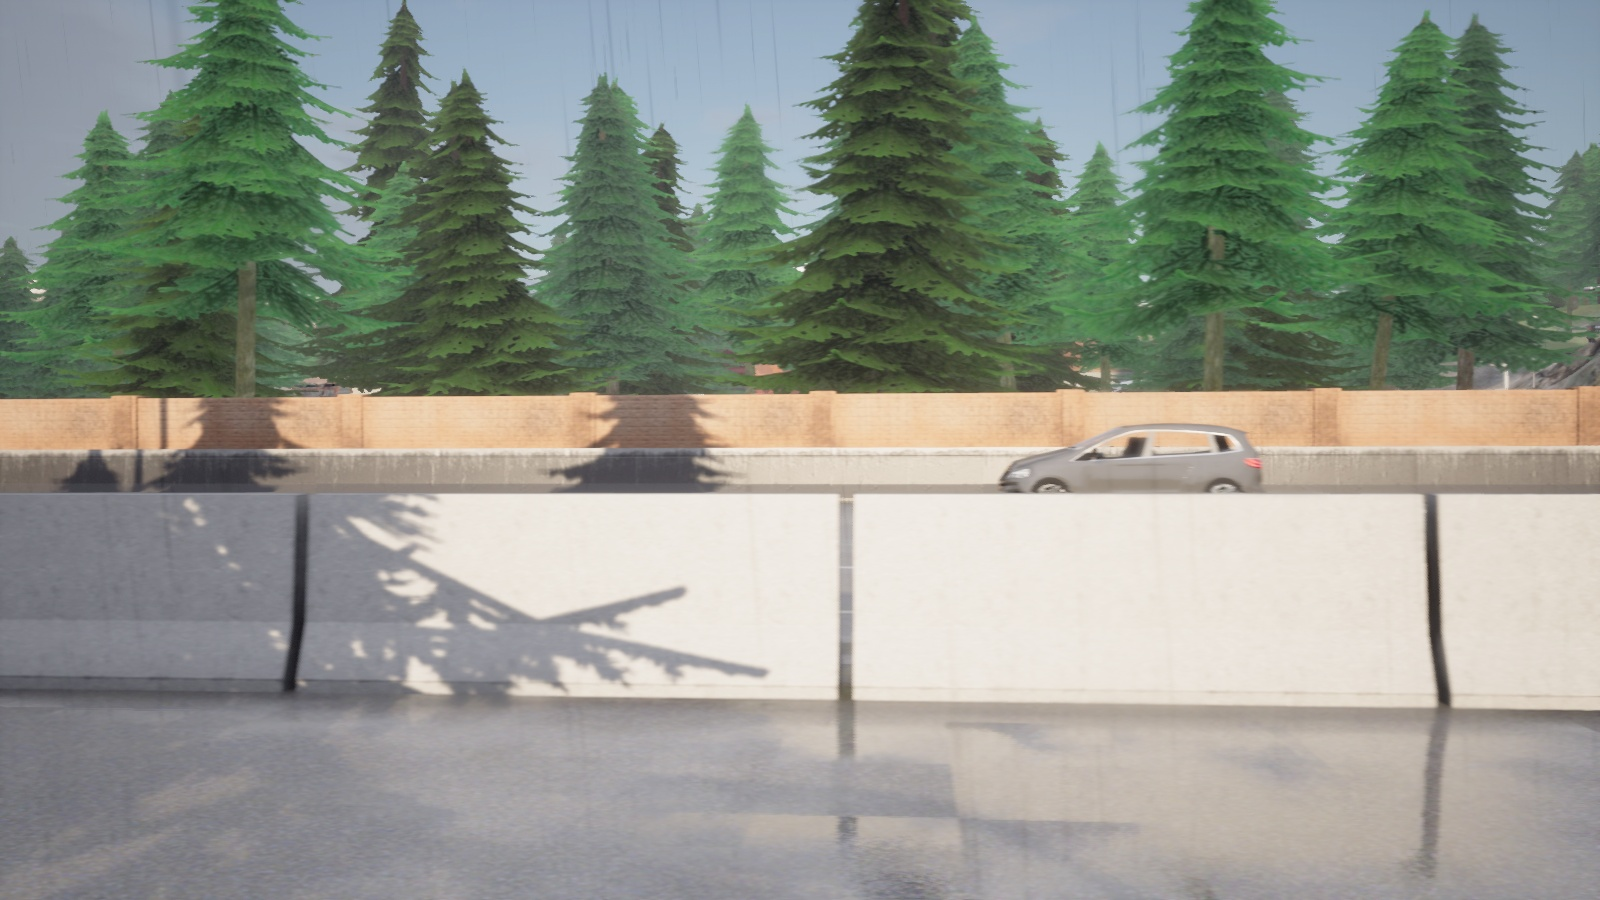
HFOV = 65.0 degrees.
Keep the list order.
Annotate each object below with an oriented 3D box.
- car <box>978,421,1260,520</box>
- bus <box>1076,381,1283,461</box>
[{"bbox_3d":[5.626,0.329,22.716,4.611,1.667,2.242,0,1,5],"label":"car"},{"bbox_3d":[20.671,-1.614,69.117,10.273,4.253,3.944,0,1,5],"label":"bus"}]
